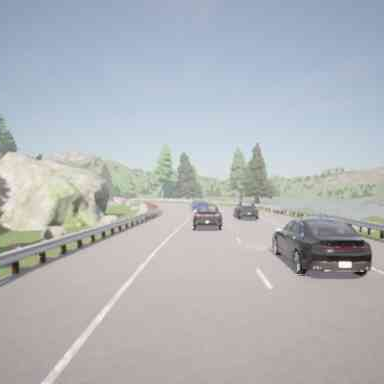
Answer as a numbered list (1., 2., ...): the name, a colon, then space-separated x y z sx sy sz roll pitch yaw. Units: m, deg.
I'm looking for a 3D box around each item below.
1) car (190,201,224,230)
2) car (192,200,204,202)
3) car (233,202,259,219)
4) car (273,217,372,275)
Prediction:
1. car: 1.064 1.613 22.296 2.128 1.511 4.902 0 0 4
2. car: 0.824 1.701 41.501 1.882 1.535 5.008 0 0 -6
3. car: 4.884 1.663 30.649 2.128 1.511 4.902 0 0 1
4. car: 3.888 1.569 10.662 1.837 1.490 4.892 0 0 2
